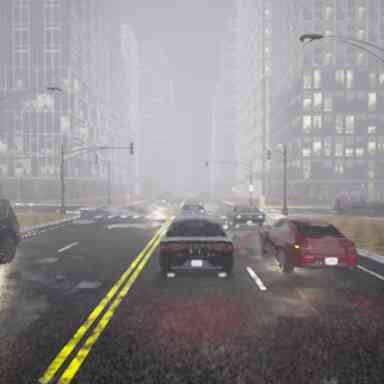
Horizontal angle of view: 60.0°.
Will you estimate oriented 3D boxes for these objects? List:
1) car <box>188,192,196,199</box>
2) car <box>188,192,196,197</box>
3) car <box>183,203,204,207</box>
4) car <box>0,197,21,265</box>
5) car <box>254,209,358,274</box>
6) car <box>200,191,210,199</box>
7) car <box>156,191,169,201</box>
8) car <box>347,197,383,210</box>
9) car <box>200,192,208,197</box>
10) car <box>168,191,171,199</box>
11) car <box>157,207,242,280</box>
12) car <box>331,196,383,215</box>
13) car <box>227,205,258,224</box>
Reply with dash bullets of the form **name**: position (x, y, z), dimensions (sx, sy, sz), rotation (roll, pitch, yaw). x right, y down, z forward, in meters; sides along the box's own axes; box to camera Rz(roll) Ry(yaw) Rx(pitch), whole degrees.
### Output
- **car**: position (0.006, 0.919, 83.106), dimensions (1.882, 1.535, 5.008), rotation (0, 0, 0)
- **car**: position (0.006, 0.730, 93.522), dimensions (2.128, 1.511, 4.902), rotation (0, 0, 0)
- **car**: position (0.100, 1.413, 21.564), dimensions (2.033, 1.411, 5.357), rotation (0, 0, 0)
- **car**: position (-6.596, 1.170, 8.478), dimensions (2.150, 2.045, 5.566), rotation (0, 0, 0)
- **car**: position (3.349, 1.462, 10.251), dimensions (1.812, 1.442, 4.674), rotation (0, 0, 0)
- **car**: position (3.256, 0.666, 83.133), dimensions (2.150, 2.045, 5.566), rotation (0, 0, 0)
- **car**: position (-6.496, 1.095, 69.984), dimensions (1.994, 1.385, 4.181), rotation (0, 0, 0)
- **car**: position (21.812, 1.410, 40.603), dimensions (4.829, 1.417, 1.752), rotation (1, 1, 1)
- **car**: position (3.256, 0.731, 93.521), dimensions (2.128, 1.511, 4.902), rotation (0, 0, 0)
- **car**: position (-6.495, 0.648, 85.537), dimensions (2.150, 2.045, 5.566), rotation (0, 0, 0)
- **car**: position (0.098, 1.417, 9.820), dimensions (1.882, 1.535, 5.008), rotation (0, 0, 0)
- **car**: position (16.203, 1.333, 32.316), dimensions (5.009, 1.841, 2.192), rotation (1, 1, 1)
- **car**: position (3.352, 1.466, 21.617), dimensions (1.895, 1.301, 4.718), rotation (0, 0, 0)
